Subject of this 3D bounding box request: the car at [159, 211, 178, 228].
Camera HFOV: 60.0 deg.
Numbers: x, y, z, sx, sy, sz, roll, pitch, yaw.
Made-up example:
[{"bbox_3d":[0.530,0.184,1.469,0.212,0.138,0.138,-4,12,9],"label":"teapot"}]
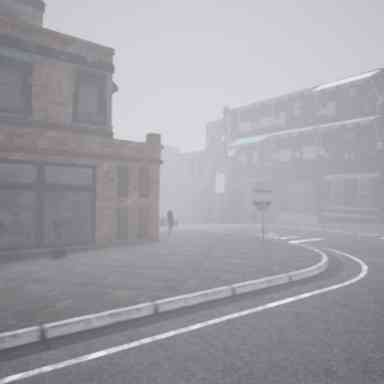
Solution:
[{"bbox_3d":[-3.117,2.355,28.289,1.882,1.535,5.008,1,-6,-37],"label":"car"}]
